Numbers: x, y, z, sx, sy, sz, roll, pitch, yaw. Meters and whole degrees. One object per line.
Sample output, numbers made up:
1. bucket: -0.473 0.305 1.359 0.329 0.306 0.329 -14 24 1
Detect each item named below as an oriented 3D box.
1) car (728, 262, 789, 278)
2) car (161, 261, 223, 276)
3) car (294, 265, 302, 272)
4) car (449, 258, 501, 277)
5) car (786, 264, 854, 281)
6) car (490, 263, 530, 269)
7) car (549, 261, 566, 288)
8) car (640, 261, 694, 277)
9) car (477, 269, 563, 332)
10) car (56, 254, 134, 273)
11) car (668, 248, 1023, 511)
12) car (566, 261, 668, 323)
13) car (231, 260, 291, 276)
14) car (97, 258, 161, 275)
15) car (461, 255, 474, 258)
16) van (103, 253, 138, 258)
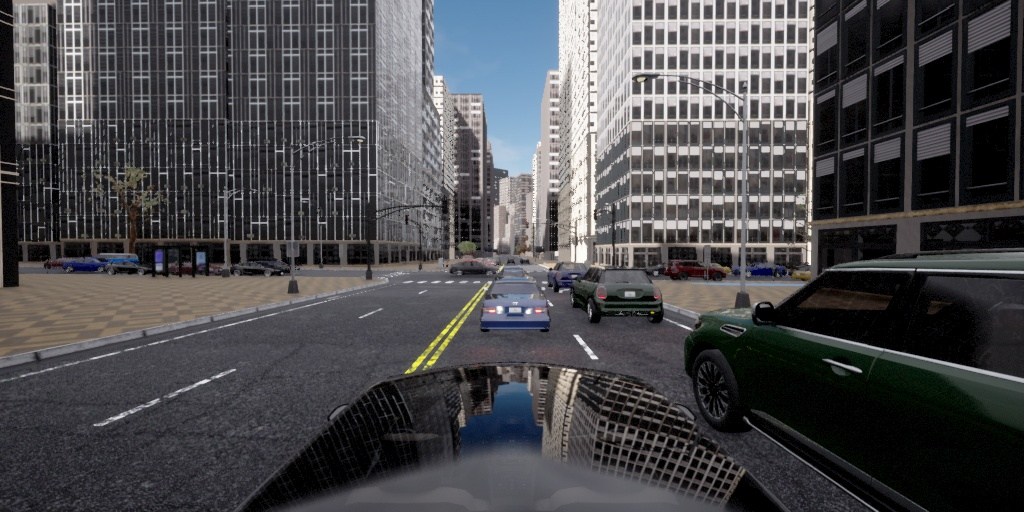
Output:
1. car: 25.684 1.420 37.426 5.008 1.535 1.882 1 1 1
2. car: -28.493 1.136 32.336 4.207 1.307 1.802 0 0 1
3. car: -23.571 1.102 34.939 5.357 1.411 2.033 1 1 1
4. car: -3.569 1.241 34.623 4.892 1.490 1.837 1 1 1
5. car: 29.269 1.531 34.176 4.892 1.490 1.837 0 1 1
6. car: 0.052 1.304 20.036 1.994 1.385 4.181 0 0 0
7. car: 3.300 1.091 21.104 2.097 1.767 4.553 0 0 0
8. car: 16.206 1.364 37.589 4.892 1.490 1.837 0 1 -1
9. car: 0.079 1.293 10.793 2.033 1.411 5.357 0 0 0
10. car: -40.926 0.874 35.257 5.008 1.535 1.882 0 1 1
11. car: 3.345 0.971 2.394 2.150 2.045 5.566 0 0 0
12. car: 3.324 1.097 12.240 2.097 1.767 4.553 0 0 0
13. car: -22.809 1.172 32.217 4.313 1.339 1.948 0 0 1
14. car: -34.174 1.067 32.495 4.313 1.339 1.948 0 0 1
15. car: -6.721 0.933 53.374 2.150 2.045 5.566 0 0 0
16. van: -45.388 0.602 41.127 3.998 1.789 1.690 0 0 1
